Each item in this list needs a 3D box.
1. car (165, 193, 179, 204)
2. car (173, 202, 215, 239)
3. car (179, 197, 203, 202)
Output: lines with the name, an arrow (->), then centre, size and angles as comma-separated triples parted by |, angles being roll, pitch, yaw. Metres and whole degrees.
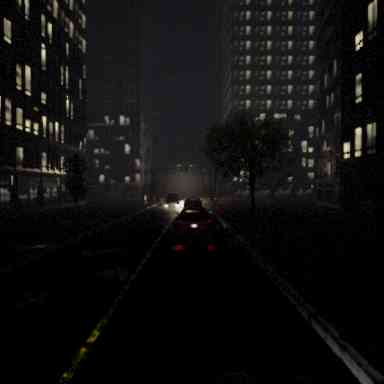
car -> -3.023, 0.985, 51.371 | 2.097, 1.767, 4.553 | 0, 1, 0
car -> 0.096, 1.437, 16.576 | 1.994, 1.385, 4.181 | 0, 0, 0
car -> 0.092, 1.240, 34.133 | 2.128, 1.511, 4.902 | 0, 0, 0
